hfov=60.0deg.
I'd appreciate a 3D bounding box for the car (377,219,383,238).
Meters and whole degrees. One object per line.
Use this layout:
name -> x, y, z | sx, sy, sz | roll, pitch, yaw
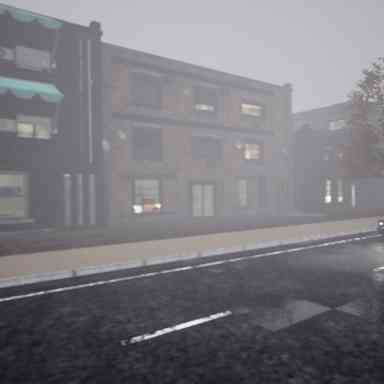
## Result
car -> 10.249, 1.401, 14.837 | 4.718, 1.301, 1.895 | -1, 1, -35
